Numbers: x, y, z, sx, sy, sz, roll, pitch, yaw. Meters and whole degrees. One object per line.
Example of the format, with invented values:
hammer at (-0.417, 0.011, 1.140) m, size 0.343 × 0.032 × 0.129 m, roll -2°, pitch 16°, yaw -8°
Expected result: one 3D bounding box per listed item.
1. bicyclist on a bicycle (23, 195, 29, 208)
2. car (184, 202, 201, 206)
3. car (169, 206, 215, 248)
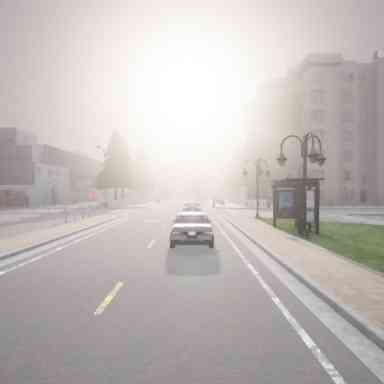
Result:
bicyclist on a bicycle at (-22.370, 1.283, 44.878) m, size 0.582 × 1.620 × 1.656 m, roll 0°, pitch 0°, yaw 1°
car at (0.000, 1.562, 29.650) m, size 2.033 × 1.411 × 5.357 m, roll 0°, pitch 0°, yaw 0°
car at (0.000, 1.562, 14.650) m, size 2.033 × 1.411 × 5.357 m, roll 0°, pitch 0°, yaw 0°
